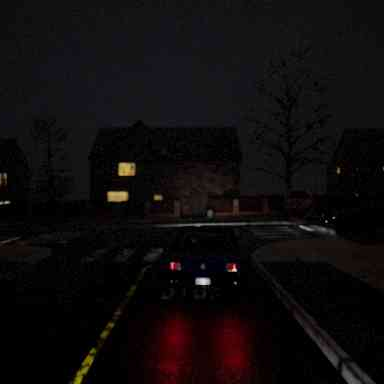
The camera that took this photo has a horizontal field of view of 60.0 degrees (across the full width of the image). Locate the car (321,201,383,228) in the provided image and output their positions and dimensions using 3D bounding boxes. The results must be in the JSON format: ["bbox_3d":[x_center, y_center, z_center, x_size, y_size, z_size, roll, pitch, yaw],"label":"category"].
[{"bbox_3d":[10.425,1.260,19.316,5.357,1.411,2.033,-1,1,-1],"label":"car"}]

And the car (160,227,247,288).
[{"bbox_3d":[0.448,1.614,9.274,1.895,1.301,4.718,0,0,5],"label":"car"}]
